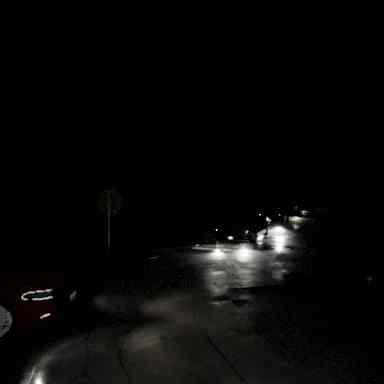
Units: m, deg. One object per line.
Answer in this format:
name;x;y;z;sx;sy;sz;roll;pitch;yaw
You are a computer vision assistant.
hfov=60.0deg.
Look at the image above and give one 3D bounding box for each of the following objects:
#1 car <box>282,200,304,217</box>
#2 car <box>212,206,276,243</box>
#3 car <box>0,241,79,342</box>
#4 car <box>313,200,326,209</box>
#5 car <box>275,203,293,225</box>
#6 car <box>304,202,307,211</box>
car;10.473;1.654;35.656;2.097;1.767;4.553;0;-1;22
car;2.705;1.633;16.947;2.033;1.411;5.357;0;-1;23
car;-4.564;1.352;5.844;5.008;1.535;1.882;5;1;0
car;22.427;2.162;58.393;1.837;1.490;4.892;0;-1;19
car;6.574;1.794;26.480;1.895;1.301;4.718;0;-1;23
car;16.416;2.111;50.521;2.033;1.411;5.357;0;-1;20
